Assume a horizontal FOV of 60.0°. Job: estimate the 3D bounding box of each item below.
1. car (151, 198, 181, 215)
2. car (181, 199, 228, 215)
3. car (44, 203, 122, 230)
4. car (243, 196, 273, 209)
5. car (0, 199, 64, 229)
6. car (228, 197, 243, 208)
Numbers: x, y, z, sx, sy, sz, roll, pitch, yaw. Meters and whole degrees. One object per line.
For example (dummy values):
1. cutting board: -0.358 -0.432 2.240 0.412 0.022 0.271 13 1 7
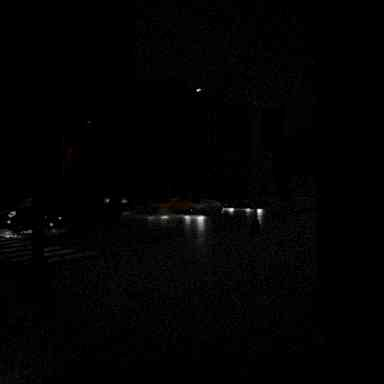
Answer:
1. car: -2.007 1.373 33.261 1.882 1.535 5.008 0 0 35
2. car: 1.293 1.410 32.294 1.812 1.442 4.674 0 0 35
3. car: -6.787 1.544 20.882 1.895 1.301 4.718 0 0 35
4. car: 8.815 1.333 42.874 1.837 1.490 4.892 0 0 35
5. car: -10.206 1.307 21.676 2.097 1.767 4.553 0 0 35
6. car: 5.493 1.404 43.818 1.994 1.385 4.181 0 0 35
